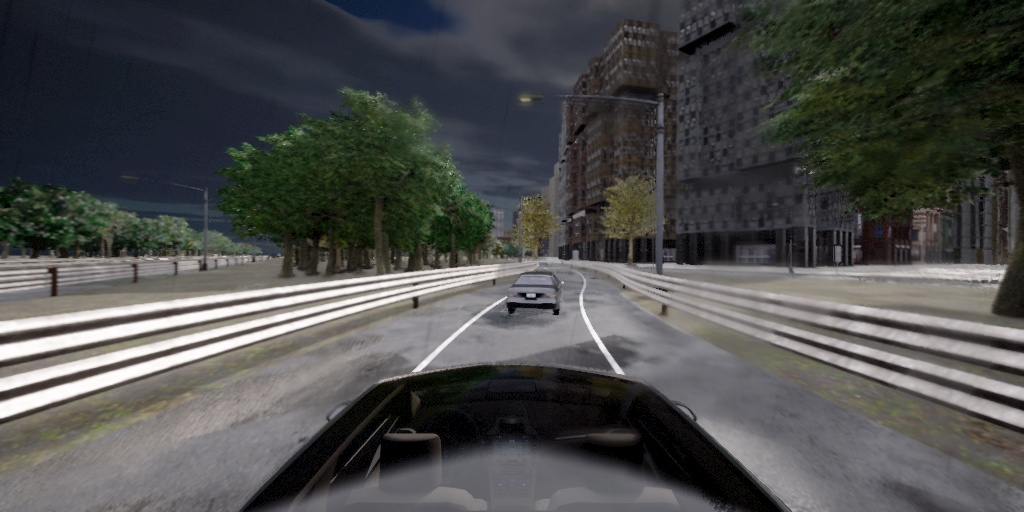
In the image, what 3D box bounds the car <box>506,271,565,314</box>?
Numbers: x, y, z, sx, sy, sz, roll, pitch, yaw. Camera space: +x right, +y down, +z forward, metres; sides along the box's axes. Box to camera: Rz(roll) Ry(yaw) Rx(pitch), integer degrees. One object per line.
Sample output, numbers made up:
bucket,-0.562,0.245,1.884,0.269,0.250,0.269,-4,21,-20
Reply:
car,0.999,1.302,13.900,2.033,1.411,5.357,0,0,9
